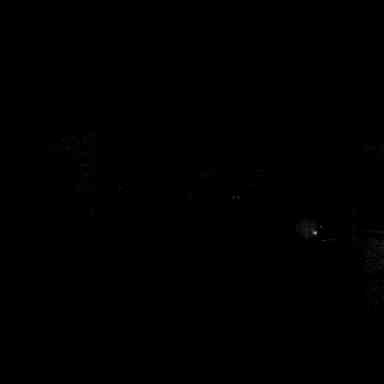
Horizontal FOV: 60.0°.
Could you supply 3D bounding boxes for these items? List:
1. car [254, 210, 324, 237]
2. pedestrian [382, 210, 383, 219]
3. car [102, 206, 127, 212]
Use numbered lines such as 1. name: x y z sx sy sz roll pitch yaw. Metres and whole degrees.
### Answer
1. car: 4.797 1.735 19.210 2.033 1.411 5.357 3 -2 -35
2. pedestrian: 11.607 1.509 19.724 0.375 1.860 0.375 2 -1 -35
3. car: -8.788 1.951 37.987 1.837 1.490 4.892 3 -2 -37
